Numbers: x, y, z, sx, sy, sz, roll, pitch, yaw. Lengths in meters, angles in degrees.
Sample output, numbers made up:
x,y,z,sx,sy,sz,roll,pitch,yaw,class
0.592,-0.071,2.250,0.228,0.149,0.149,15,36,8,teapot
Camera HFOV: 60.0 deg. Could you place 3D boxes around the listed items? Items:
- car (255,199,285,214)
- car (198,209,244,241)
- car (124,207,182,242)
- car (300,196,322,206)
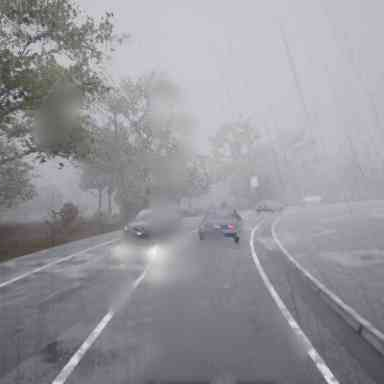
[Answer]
x,y,z,sx,sy,sz,roll,pitch,yaw,class
8.115,1.478,34.412,2.033,1.411,5.357,-3,-1,30,car
1.567,1.546,16.671,2.033,1.411,5.357,-1,0,11,car
-1.816,1.562,16.767,1.837,1.490,4.892,-1,0,12,car
19.026,1.381,53.061,4.674,1.442,1.812,-2,-3,-41,car
